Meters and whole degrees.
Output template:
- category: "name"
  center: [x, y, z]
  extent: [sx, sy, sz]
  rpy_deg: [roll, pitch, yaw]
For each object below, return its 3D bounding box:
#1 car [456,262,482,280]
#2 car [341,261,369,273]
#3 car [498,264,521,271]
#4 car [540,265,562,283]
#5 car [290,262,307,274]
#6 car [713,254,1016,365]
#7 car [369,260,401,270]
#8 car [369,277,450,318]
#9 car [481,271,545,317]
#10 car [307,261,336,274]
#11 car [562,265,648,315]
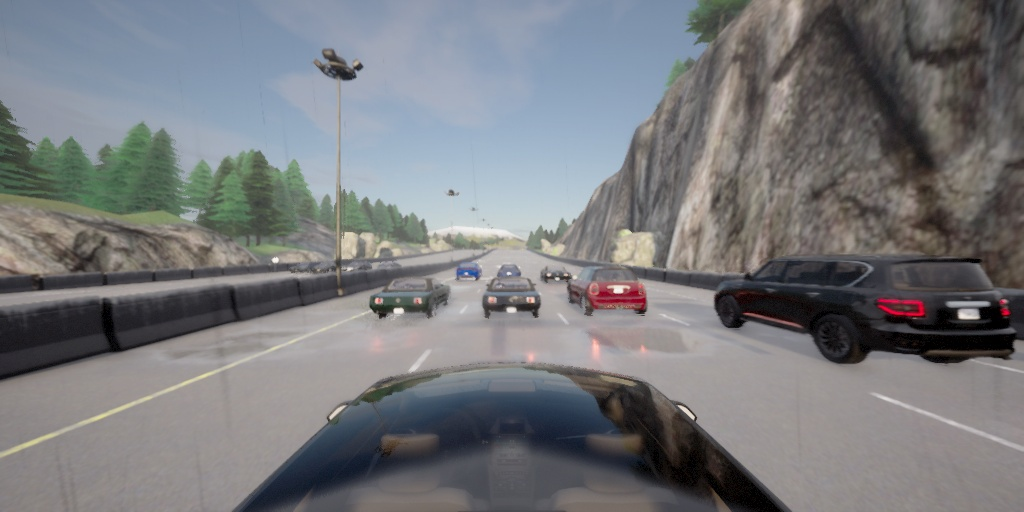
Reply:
- category: "car"
  center: [-3.731, 1.285, 31.678]
  extent: [1.882, 1.535, 5.008]
  rpy_deg: [0, 0, -1]
- category: "car"
  center: [-18.034, 1.307, 42.253]
  extent: [2.128, 1.511, 4.902]
  rpy_deg: [0, 0, -1]
- category: "car"
  center: [-0.220, 1.358, 30.526]
  extent: [1.994, 1.385, 4.181]
  rpy_deg: [0, 0, 0]
- category: "car"
  center: [3.301, 1.385, 28.331]
  extent: [1.895, 1.301, 4.718]
  rpy_deg: [0, 0, 0]
- category: "car"
  center: [-25.042, 1.404, 43.664]
  extent: [1.994, 1.385, 4.181]
  rpy_deg: [0, 0, 0]
- category: "car"
  center: [6.999, 0.977, 8.182]
  extent: [2.150, 2.045, 5.566]
  rpy_deg: [0, 0, 0]
- category: "car"
  center: [-14.535, 1.288, 42.296]
  extent: [2.128, 1.511, 4.902]
  rpy_deg: [0, 0, -1]
- category: "car"
  center: [-3.528, 1.428, 13.371]
  extent: [1.895, 1.301, 4.718]
  rpy_deg: [0, 0, 0]
- category: "car"
  center: [-0.028, 1.409, 13.411]
  extent: [1.895, 1.301, 4.718]
  rpy_deg: [0, 0, 0]
- category: "car"
  center: [-21.532, 1.339, 42.209]
  extent: [1.837, 1.490, 4.892]
  rpy_deg: [0, 0, -1]
- category: "car"
  center: [3.467, 1.145, 13.895]
  extent: [2.097, 1.767, 4.553]
  rpy_deg: [0, 0, -1]
